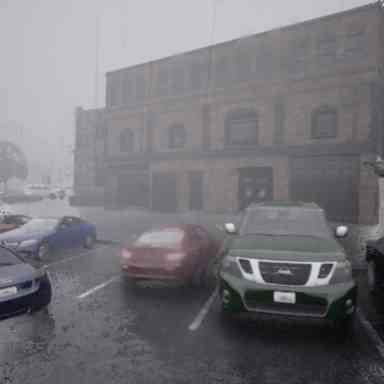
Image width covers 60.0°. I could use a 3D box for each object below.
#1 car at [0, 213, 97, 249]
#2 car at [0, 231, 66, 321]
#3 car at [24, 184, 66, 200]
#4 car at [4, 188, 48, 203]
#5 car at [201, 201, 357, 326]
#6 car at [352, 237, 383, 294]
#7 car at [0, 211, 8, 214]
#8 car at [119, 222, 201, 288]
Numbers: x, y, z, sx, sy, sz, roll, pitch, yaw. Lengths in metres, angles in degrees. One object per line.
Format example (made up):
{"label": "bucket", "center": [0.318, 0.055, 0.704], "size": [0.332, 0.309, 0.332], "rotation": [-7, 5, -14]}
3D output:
{"label": "car", "center": [-5.393, 1.618, 12.749], "size": [2.002, 1.452, 4.674], "rotation": [0, -1, 14]}
{"label": "car", "center": [-4.689, 1.628, 6.584], "size": [4.181, 1.385, 1.994], "rotation": [-1, 0, 35]}
{"label": "car", "center": [-19.756, -0.009, 44.431], "size": [5.566, 2.045, 2.435], "rotation": [0, 6, 7]}
{"label": "car", "center": [-21.146, 0.565, 41.781], "size": [4.674, 1.452, 2.002], "rotation": [0, 6, 7]}
{"label": "car", "center": [2.071, 1.249, 7.589], "size": [2.435, 2.045, 5.566], "rotation": [0, -1, 15]}
{"label": "car", "center": [4.547, 1.475, 5.877], "size": [2.097, 1.535, 5.008], "rotation": [0, -1, 15]}
{"label": "car", "center": [-7.910, 1.644, 14.427], "size": [2.002, 1.452, 4.674], "rotation": [0, -1, 13]}
{"label": "car", "center": [-0.411, 1.566, 9.339], "size": [2.002, 1.452, 4.674], "rotation": [-1, -1, 14]}
